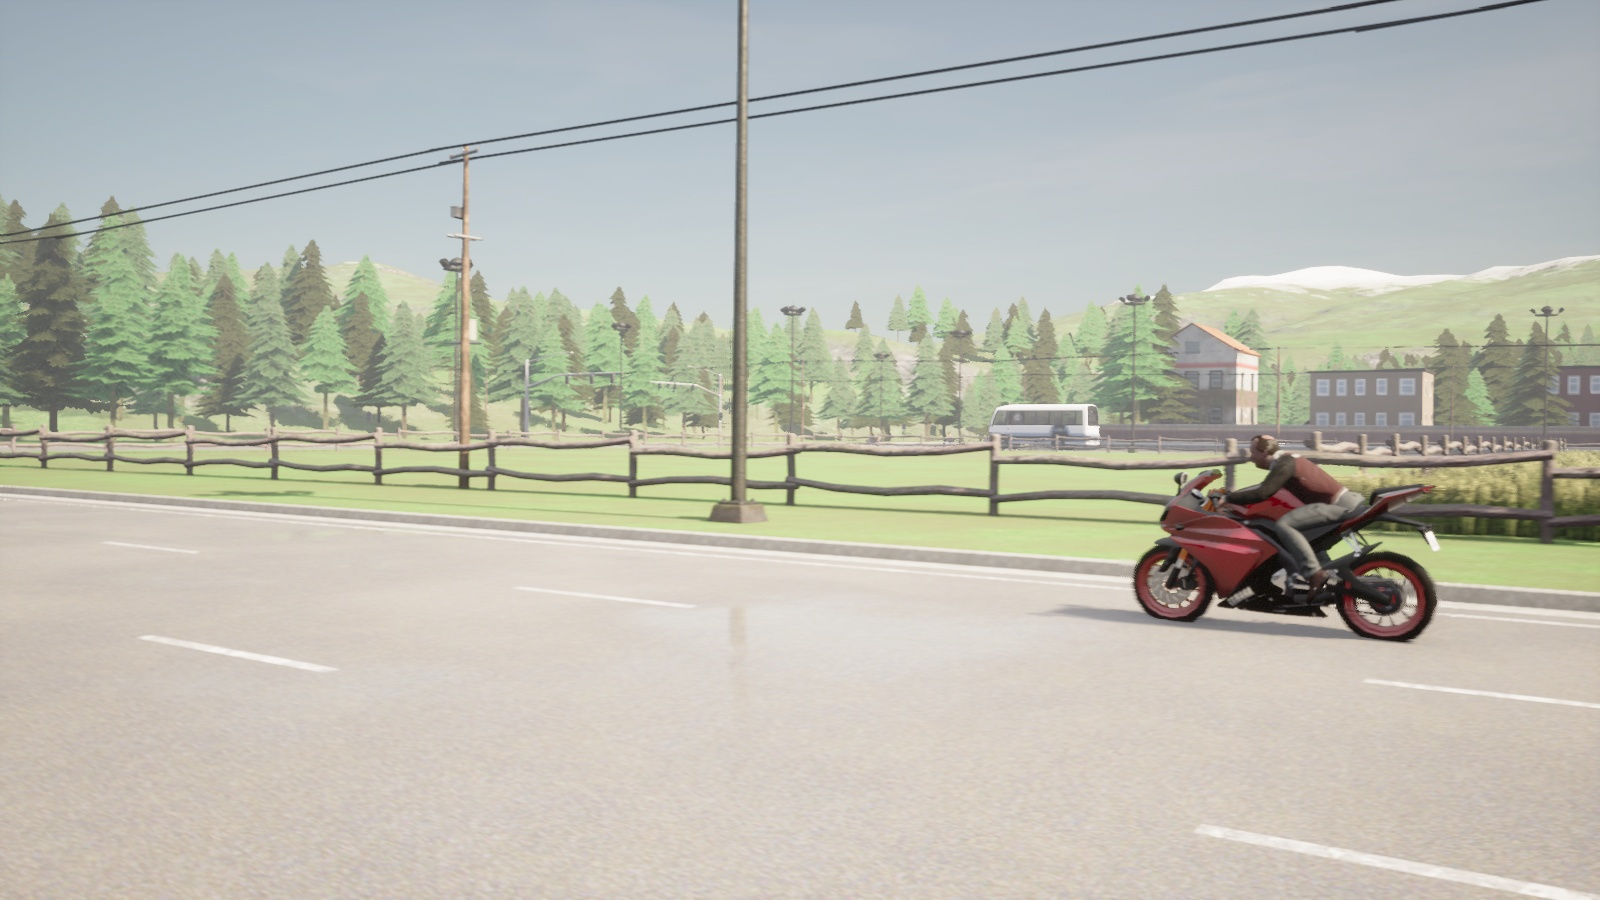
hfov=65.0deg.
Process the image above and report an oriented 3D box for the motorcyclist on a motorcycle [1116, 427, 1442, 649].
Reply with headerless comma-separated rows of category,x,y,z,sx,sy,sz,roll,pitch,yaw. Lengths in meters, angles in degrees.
motorcyclist on a motorcycle,3.638,0.599,9.610,2.191,1.530,0.866,0,1,34
